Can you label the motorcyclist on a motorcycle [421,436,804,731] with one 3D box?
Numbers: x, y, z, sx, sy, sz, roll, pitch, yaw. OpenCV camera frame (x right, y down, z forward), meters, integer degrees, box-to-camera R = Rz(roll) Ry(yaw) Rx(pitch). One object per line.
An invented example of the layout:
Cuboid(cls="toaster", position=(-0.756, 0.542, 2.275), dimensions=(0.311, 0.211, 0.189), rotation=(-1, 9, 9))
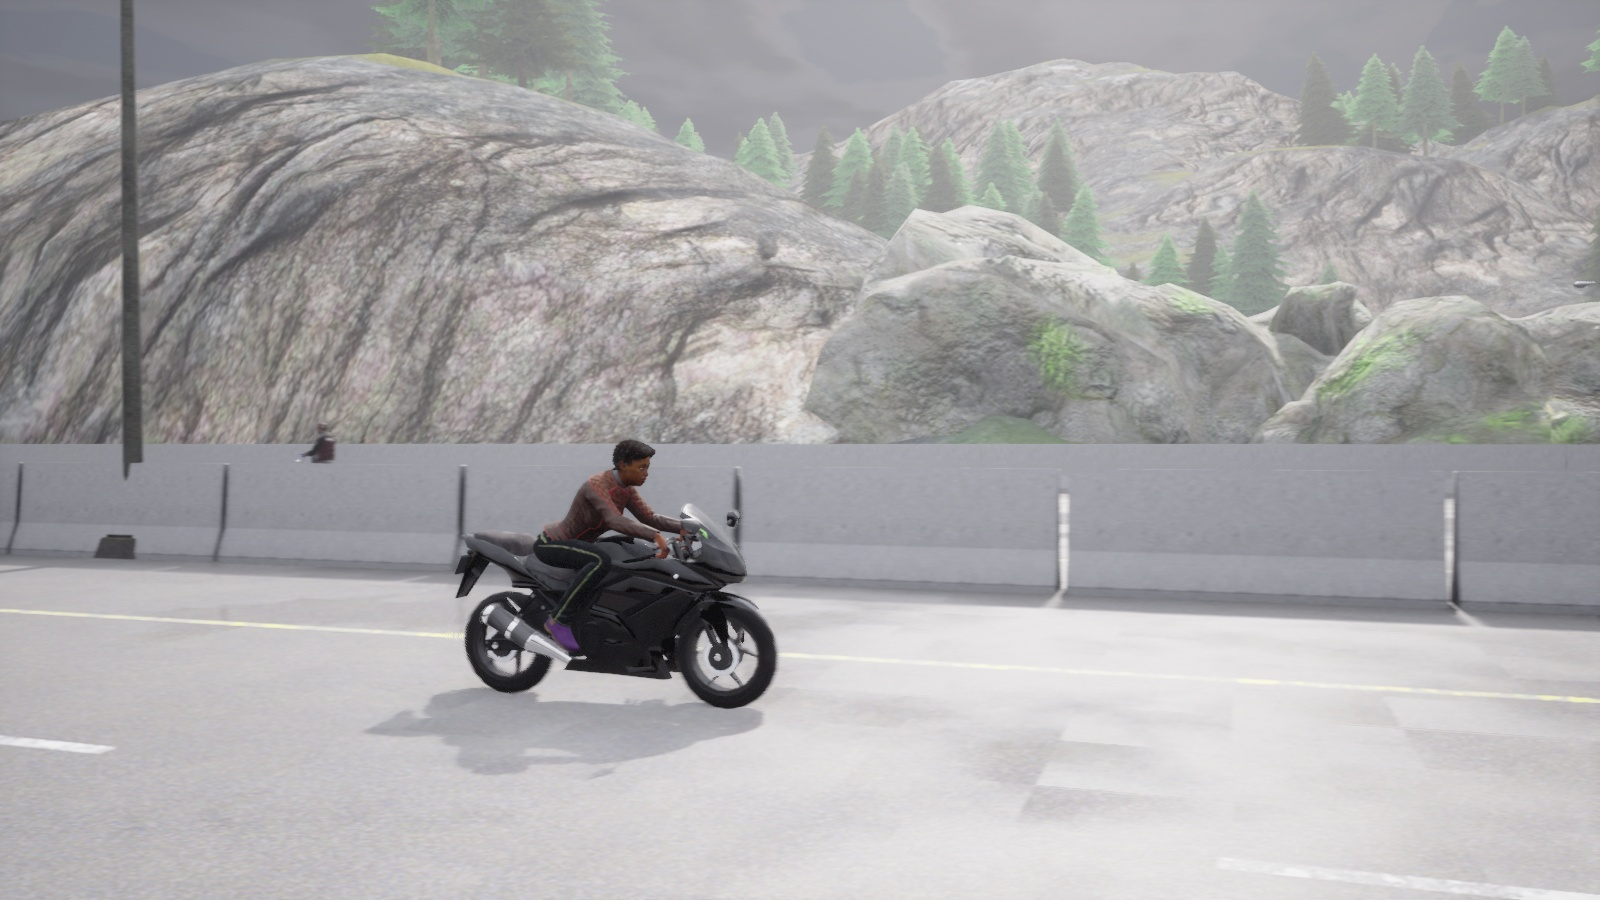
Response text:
Cuboid(cls="motorcyclist on a motorcycle", position=(-1.073, 0.689, 7.246), dimensions=(2.044, 1.523, 0.797), rotation=(1, 1, 19))
